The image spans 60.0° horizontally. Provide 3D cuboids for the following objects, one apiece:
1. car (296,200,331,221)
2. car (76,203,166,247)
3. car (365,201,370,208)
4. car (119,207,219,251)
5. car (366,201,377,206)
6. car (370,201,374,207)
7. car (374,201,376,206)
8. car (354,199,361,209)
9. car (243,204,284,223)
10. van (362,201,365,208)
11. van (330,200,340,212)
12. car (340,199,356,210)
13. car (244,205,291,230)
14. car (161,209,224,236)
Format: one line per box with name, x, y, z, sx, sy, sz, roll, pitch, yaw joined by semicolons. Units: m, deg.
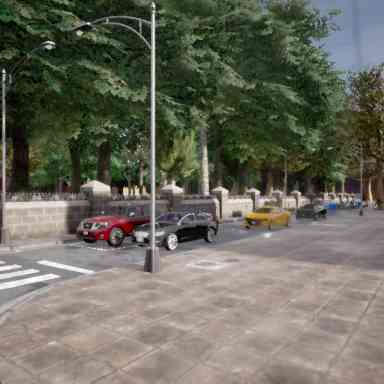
car;11.571;1.882;32.073;1.882;1.535;5.008;0;-1;36
car;-3.054;1.457;16.166;2.192;1.841;5.009;-1;-1;36
car;35.081;2.522;69.069;1.752;1.417;4.829;-1;-1;36
car;-0.630;1.644;15.170;2.128;1.511;4.902;0;-1;36
car;44.349;2.814;81.975;1.802;1.307;4.206;-1;-1;36
car;38.367;2.645;73.626;1.947;1.339;4.313;-1;-1;36
car;41.276;2.704;77.678;2.008;1.369;4.403;-1;-1;36
car;28.808;2.408;60.365;1.947;1.339;4.313;-1;-1;36
car;6.405;1.860;29.286;1.752;1.417;4.829;-1;-1;36
van;31.994;2.261;64.790;1.690;1.788;3.998;-1;-1;36
van;19.249;1.959;47.109;1.690;1.788;3.998;-1;-1;36
car;25.622;2.317;55.946;2.008;1.369;4.403;-1;-1;36
car;5.429;1.752;23.574;1.882;1.535;5.008;0;-1;36
car;0.133;1.787;20.582;1.802;1.307;4.206;-1;-1;36
